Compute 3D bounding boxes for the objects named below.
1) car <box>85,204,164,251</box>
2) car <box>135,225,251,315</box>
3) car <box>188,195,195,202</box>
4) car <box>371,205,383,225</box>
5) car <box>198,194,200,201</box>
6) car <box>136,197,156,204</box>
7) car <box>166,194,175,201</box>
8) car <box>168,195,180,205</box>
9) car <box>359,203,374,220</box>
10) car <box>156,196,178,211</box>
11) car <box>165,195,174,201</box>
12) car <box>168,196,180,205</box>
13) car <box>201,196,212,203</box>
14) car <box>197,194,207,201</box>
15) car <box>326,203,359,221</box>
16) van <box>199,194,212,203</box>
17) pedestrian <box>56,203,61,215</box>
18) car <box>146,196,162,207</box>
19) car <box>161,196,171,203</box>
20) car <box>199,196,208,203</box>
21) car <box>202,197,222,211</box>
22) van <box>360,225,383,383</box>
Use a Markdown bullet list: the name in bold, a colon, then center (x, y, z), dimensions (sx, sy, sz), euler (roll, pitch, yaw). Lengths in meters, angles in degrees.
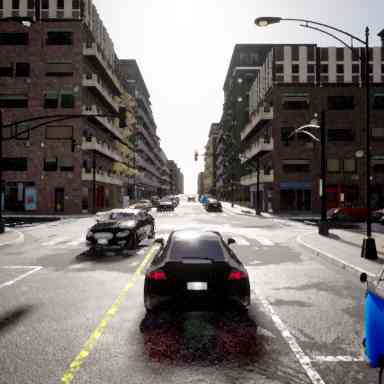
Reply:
- **car**: center (-2.894, 1.496, 14.288), dimensions (2.128, 1.511, 4.902), euler (0, 0, 7)
- **car**: center (0.087, 1.566, 7.663), dimensions (1.994, 1.385, 4.181), euler (0, 0, 0)
- **car**: center (-0.136, 1.562, 80.538), dimensions (2.128, 1.511, 4.902), euler (0, 0, 0)
- **car**: center (13.505, 1.583, 19.829), dimensions (4.313, 1.339, 1.947), euler (0, -1, 1)
- **car**: center (2.588, 1.555, 68.390), dimensions (1.752, 1.417, 4.829), euler (1, 0, 0)
- **car**: center (-5.743, 1.541, 39.823), dimensions (1.752, 1.417, 4.829), euler (1, 0, 0)
- **car**: center (-5.828, 1.483, 90.777), dimensions (1.967, 1.590, 4.097), euler (1, 0, 0)
- **car**: center (-3.180, 1.497, 49.704), dimensions (1.882, 1.535, 5.008), euler (0, 0, 0)
- **car**: center (16.220, 1.684, 25.586), dimensions (5.357, 1.411, 2.033), euler (0, -1, 1)
- **car**: center (-3.168, 1.579, 40.987), dimensions (1.994, 1.385, 4.181), euler (0, 0, 0)
- **car**: center (-5.821, 1.590, 85.134), dimensions (2.008, 1.369, 4.403), euler (1, 0, 0)
- **car**: center (-3.171, 1.502, 60.081), dimensions (1.882, 1.535, 5.008), euler (0, 0, 0)
- **car**: center (2.626, 1.569, 45.650), dimensions (2.008, 1.369, 4.403), euler (1, 0, 0)
- **car**: center (2.563, 1.355, 85.148), dimensions (2.192, 1.841, 5.009), euler (1, 0, 0)
- **car**: center (13.594, 1.609, 28.211), dimensions (4.097, 1.590, 1.967), euler (0, -1, 1)
- **van**: center (2.610, 1.364, 56.935), dimensions (1.690, 1.788, 3.998), euler (1, 0, 0)
- **pedestrian**: center (-12.592, 1.598, 31.416), dimensions (0.500, 1.100, 0.500), euler (0, -1, 1)
- **car**: center (-5.762, 1.461, 51.278), dimensions (1.967, 1.590, 4.097), euler (1, 0, 0)
- **car**: center (-5.801, 1.577, 73.849), dimensions (1.887, 1.381, 4.507), euler (1, 0, 0)
- **car**: center (2.578, 1.614, 73.863), dimensions (1.802, 1.307, 4.206), euler (1, 0, 0)
- **car**: center (2.635, 1.581, 40.007), dimensions (1.947, 1.339, 4.313), euler (1, 0, 0)
- **van**: center (2.670, 1.342, 2.061), dimensions (1.690, 1.788, 3.998), euler (1, 0, 0)
